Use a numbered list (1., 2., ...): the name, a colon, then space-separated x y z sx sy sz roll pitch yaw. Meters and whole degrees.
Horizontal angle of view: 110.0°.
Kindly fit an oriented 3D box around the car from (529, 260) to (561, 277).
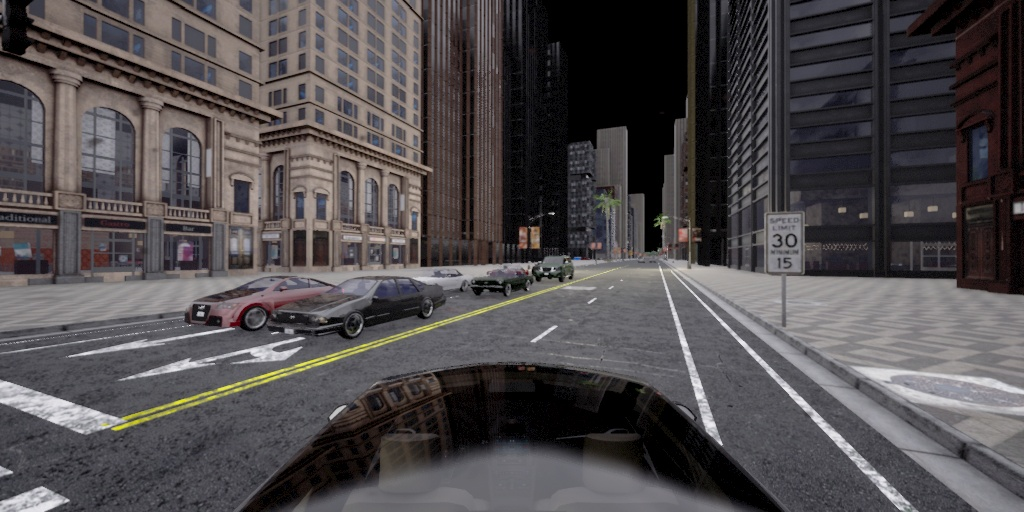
1. car: 3.574 1.251 37.901 1.882 1.535 5.008 0 0 22

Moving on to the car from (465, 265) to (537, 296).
1. car: -0.420 1.358 19.402 1.895 1.301 4.718 0 0 22

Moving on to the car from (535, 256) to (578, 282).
1. car: 3.582 0.986 29.322 2.150 2.045 5.566 0 0 22

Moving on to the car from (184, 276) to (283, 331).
1. car: -7.274 1.316 11.083 1.994 1.385 4.181 0 0 22

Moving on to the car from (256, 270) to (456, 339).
1. car: -4.005 1.299 10.509 2.033 1.411 5.357 0 0 22

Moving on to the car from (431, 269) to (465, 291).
1. car: -4.003 1.357 19.211 1.895 1.301 4.718 0 0 22

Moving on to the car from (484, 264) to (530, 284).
1. car: -0.277 1.364 28.449 1.895 1.301 4.718 0 0 22
